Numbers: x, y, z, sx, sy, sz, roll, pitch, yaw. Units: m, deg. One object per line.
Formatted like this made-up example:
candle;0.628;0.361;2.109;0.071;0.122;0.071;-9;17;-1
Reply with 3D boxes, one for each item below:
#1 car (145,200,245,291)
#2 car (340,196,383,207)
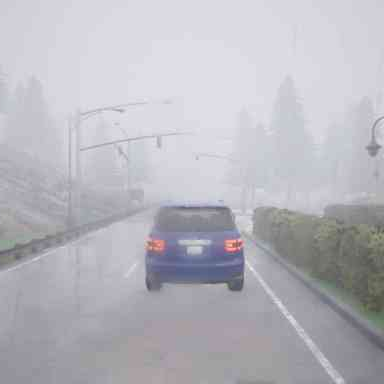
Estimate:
car;0.074;1.221;9.144;2.150;2.045;5.566;0;0;0
car;16.140;1.384;30.761;5.566;2.045;2.150;0;0;0
